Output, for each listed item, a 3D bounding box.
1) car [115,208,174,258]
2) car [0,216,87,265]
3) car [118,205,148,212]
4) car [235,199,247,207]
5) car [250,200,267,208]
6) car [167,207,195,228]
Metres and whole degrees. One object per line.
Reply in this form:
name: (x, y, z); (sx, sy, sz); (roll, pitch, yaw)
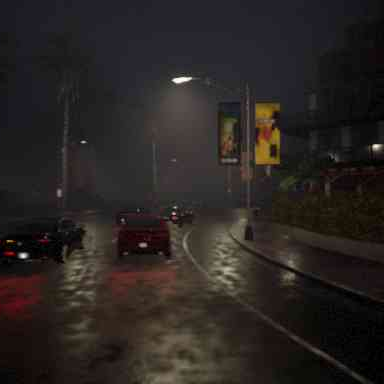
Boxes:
car: (-1.813, 1.621, 13.424); (1.882, 1.535, 5.008); (0, -1, -5)
car: (-5.228, 1.633, 12.261); (1.837, 1.490, 4.892); (0, 0, -6)
car: (-4.371, 1.788, 26.491); (1.837, 1.490, 4.892); (0, 0, 15)
car: (10.609, 2.227, 65.907); (4.902, 1.511, 2.128); (1, -1, -44)
car: (13.173, 2.266, 63.494); (4.181, 1.385, 1.994); (1, -1, -44)
car: (-1.205, 1.815, 24.885); (2.033, 1.411, 5.357); (0, -1, 13)
